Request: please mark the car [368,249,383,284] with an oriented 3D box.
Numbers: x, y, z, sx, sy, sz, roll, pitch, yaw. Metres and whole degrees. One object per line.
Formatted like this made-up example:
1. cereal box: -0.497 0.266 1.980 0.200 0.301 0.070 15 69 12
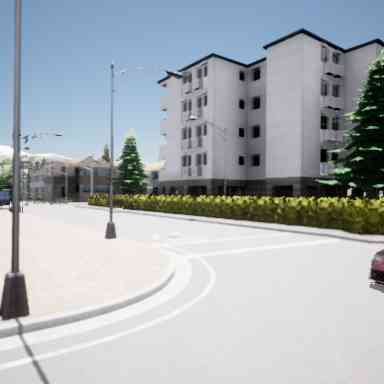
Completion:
1. car: 6.293 1.629 8.353 4.181 1.385 1.994 1 -1 -35
